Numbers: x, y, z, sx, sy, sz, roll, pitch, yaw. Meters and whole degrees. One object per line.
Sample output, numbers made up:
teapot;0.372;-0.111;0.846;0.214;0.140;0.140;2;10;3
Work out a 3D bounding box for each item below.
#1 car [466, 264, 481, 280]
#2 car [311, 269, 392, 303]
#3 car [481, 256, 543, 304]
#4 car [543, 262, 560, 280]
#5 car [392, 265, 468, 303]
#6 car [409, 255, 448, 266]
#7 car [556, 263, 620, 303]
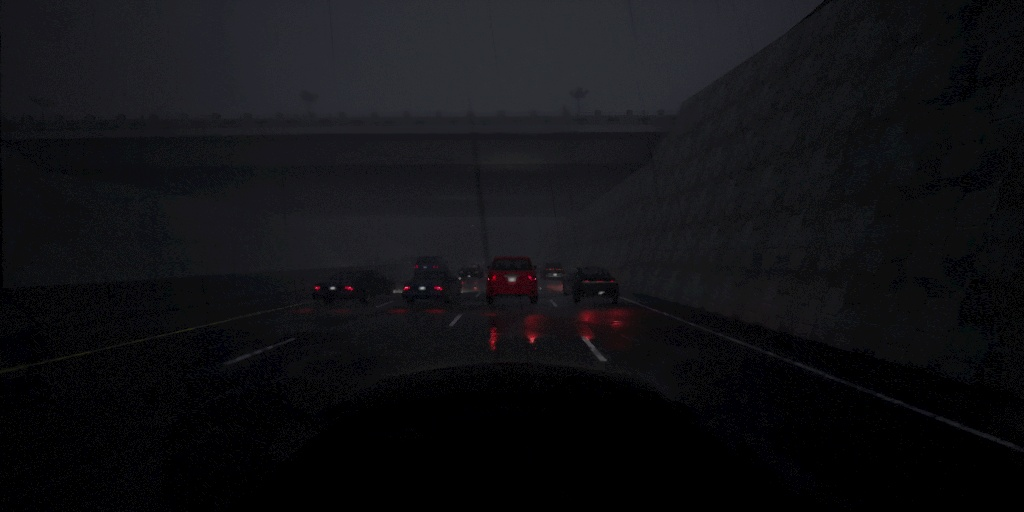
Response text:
car;-3.500;1.364;31.530;1.895;1.301;4.718;0;0;0
car;-7.000;1.310;16.500;2.033;1.411;5.357;0;0;0
car;0.000;1.005;16.530;2.150;2.045;5.566;0;0;0
car;3.500;1.264;31.500;1.837;1.490;4.892;0;0;0
car;-3.500;1.310;16.500;2.033;1.411;5.357;0;0;0
car;-7.000;1.005;31.530;2.150;2.045;5.566;0;0;0
car;3.500;1.242;16.500;2.128;1.511;4.902;0;0;0
